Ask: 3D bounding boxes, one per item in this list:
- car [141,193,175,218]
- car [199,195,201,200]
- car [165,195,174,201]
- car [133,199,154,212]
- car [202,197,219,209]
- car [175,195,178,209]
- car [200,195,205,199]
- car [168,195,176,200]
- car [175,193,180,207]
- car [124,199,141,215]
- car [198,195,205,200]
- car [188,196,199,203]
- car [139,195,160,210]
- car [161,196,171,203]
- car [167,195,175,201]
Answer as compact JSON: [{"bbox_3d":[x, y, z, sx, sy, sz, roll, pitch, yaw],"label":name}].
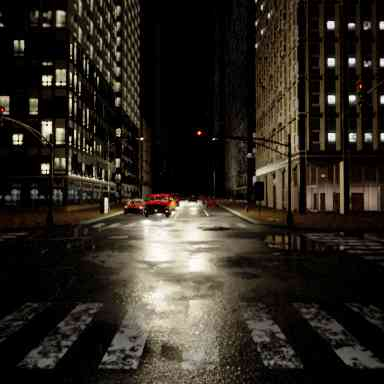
[{"bbox_3d":[-3.066,1.231,31.050,2.150,2.045,5.566,0,0,0],"label":"car"},{"bbox_3d":[2.758,1.586,61.658,1.947,1.339,4.313,1,0,0],"label":"car"},{"bbox_3d":[-5.603,1.573,83.896,1.887,1.381,4.507,1,0,0],"label":"car"},{"bbox_3d":[-5.643,1.594,39.295,1.802,1.307,4.206,1,0,0],"label":"car"},{"bbox_3d":[2.742,1.596,44.925,1.802,1.307,4.206,1,0,0],"label":"car"},{"bbox_3d":[-3.062,1.491,41.477,1.882,1.535,5.008,0,0,0],"label":"car"},{"bbox_3d":[2.754,1.543,56.251,1.752,1.417,4.829,1,0,0],"label":"car"},{"bbox_3d":[-5.593,1.598,95.047,1.947,1.339,4.313,1,0,0],"label":"car"},{"bbox_3d":[-3.045,1.238,51.976,2.150,2.045,5.566,0,0,0],"label":"car"},{"bbox_3d":[-5.644,1.451,33.720,1.967,1.590,4.097,1,0,0],"label":"car"},{"bbox_3d":[2.788,1.577,95.121,1.887,1.381,4.507,1,0,0],"label":"car"},{"bbox_3d":[0.150,1.569,70.581,2.033,1.411,5.357,0,0,0],"label":"car"},{"bbox_3d":[-5.632,1.329,44.870,2.192,1.841,5.009,1,0,0],"label":"car"},{"bbox_3d":[-5.612,1.568,72.746,1.887,1.381,4.507,1,0,0],"label":"car"},{"bbox_3d":[-5.598,1.581,89.472,2.008,1.369,4.403,1,0,0],"label":"car"}]
